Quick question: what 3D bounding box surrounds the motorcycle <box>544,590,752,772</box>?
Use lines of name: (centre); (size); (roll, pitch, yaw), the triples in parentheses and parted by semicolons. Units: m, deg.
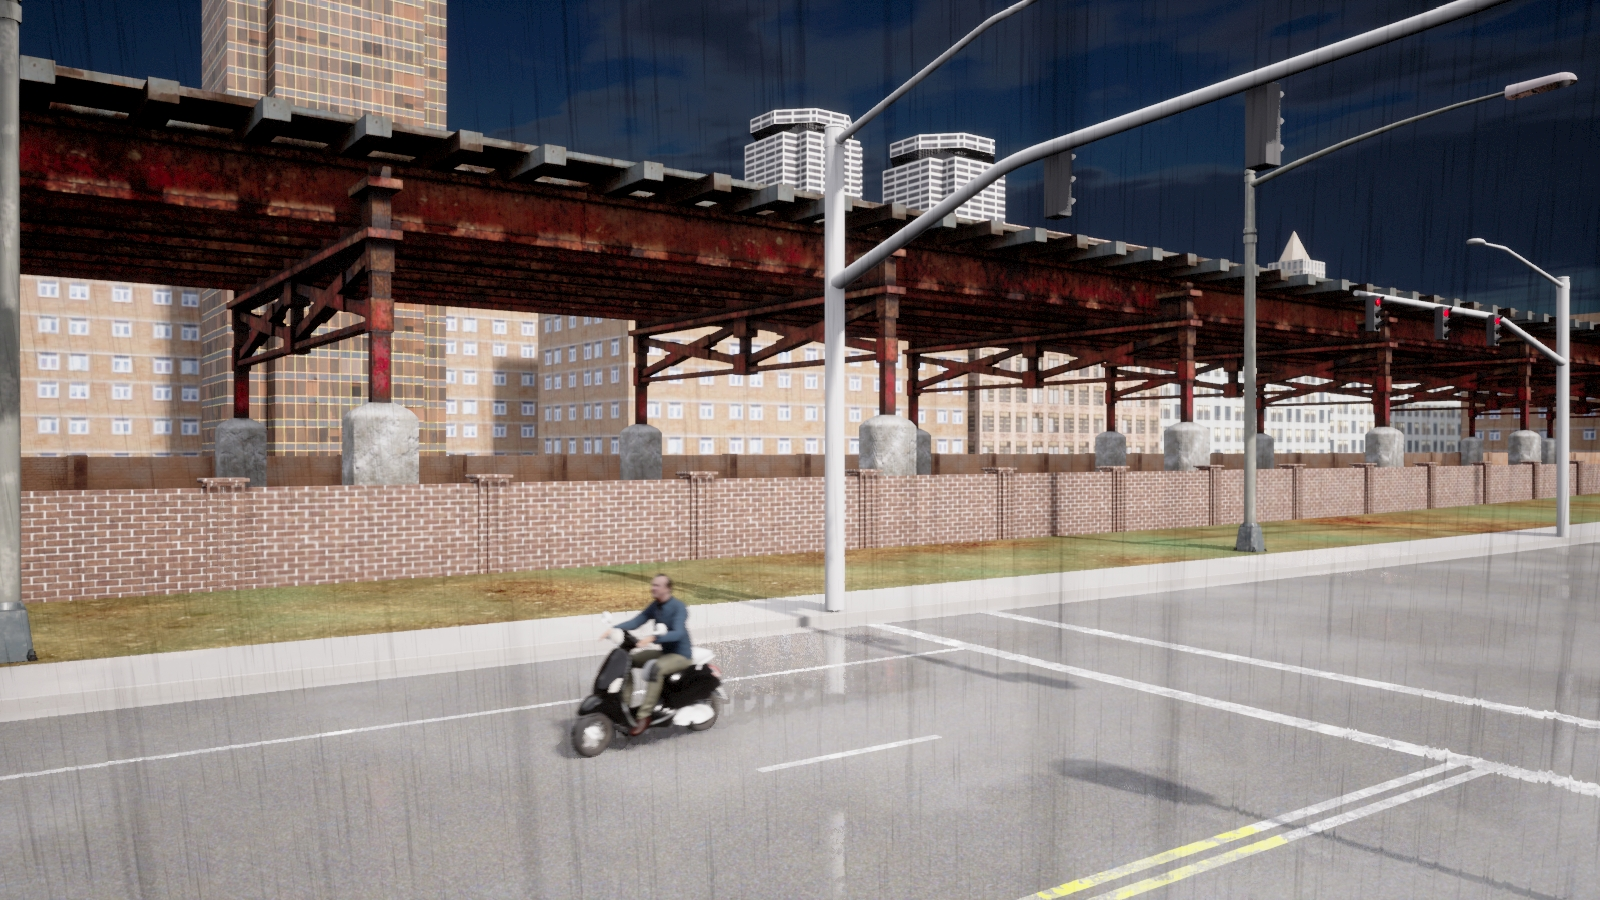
motorcycle: (-1.419, 2.129, 10.909); (0.856, 1.341, 1.805); (2, 1, 44)
